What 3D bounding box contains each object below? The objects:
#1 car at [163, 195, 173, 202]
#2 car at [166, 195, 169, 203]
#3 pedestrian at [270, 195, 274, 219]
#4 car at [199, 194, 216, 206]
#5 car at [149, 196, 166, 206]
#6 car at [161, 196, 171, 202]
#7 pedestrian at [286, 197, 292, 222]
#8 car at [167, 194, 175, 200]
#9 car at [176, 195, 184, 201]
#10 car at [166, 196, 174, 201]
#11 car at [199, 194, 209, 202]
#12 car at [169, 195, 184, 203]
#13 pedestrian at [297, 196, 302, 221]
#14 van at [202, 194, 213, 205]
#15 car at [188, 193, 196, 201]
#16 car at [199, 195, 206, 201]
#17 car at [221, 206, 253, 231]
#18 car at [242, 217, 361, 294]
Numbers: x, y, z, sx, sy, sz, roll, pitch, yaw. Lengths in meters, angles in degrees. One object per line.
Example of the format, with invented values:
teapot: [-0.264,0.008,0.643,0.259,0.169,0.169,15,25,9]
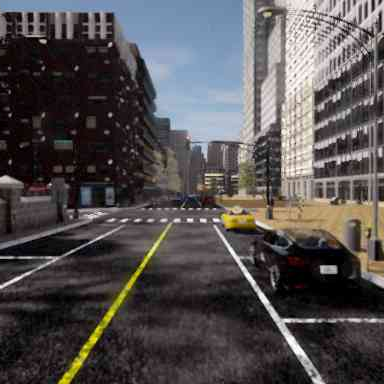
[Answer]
car: [-5.705,1.433,79.922,1.967,1.590,4.097,0,0,0]
car: [-5.703,1.533,68.869,2.008,1.369,4.403,0,0,0]
pedestrian: [6.131,1.122,25.757,0.375,1.860,0.375,0,0,0]
car: [2.679,1.290,52.290,2.192,1.841,5.009,0,0,0]
car: [-5.700,1.525,52.289,2.008,1.369,4.403,0,0,0]
car: [-5.704,1.532,74.394,1.887,1.381,4.507,0,0,0]
pedestrian: [7.132,1.264,24.558,0.375,1.860,0.375,0,0,0]
car: [-5.706,1.445,90.975,1.967,1.590,4.097,0,0,0]
car: [-3.012,1.453,82.424,1.882,1.535,5.008,0,0,0]
car: [-5.705,1.581,85.449,1.802,1.307,4.206,0,0,0]
car: [2.676,1.303,74.396,2.192,1.841,5.009,0,0,0]
car: [-3.011,1.525,66.916,2.033,1.411,5.357,0,0,0]
pedestrian: [8.132,1.244,25.158,0.375,1.860,0.375,0,0,0]
van: [2.678,1.317,57.816,1.690,1.788,3.998,0,0,0]
car: [-0.011,1.547,81.482,1.994,1.385,4.181,0,0,0]
car: [2.675,1.544,85.450,1.887,1.381,4.507,0,0,0]
car: [2.684,1.508,20.047,1.752,1.417,4.829,0,0,0]
car: [2.685,1.557,8.612,1.947,1.339,4.313,0,0,0]
